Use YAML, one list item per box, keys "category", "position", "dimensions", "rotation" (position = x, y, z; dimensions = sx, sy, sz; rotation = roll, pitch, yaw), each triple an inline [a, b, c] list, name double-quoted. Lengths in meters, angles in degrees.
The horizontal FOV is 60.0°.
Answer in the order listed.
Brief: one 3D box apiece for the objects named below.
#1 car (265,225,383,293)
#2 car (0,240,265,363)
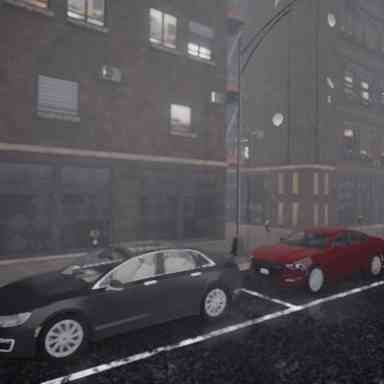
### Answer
- category: "car"
  position: [3.530, 1.628, 9.075]
  dimensions: [4.507, 1.381, 1.887]
  rotation: [1, 0, -36]
- category: "car"
  position: [-1.058, 1.576, 5.802]
  dimensions: [4.403, 1.369, 2.008]
  rotation: [1, 0, -36]
